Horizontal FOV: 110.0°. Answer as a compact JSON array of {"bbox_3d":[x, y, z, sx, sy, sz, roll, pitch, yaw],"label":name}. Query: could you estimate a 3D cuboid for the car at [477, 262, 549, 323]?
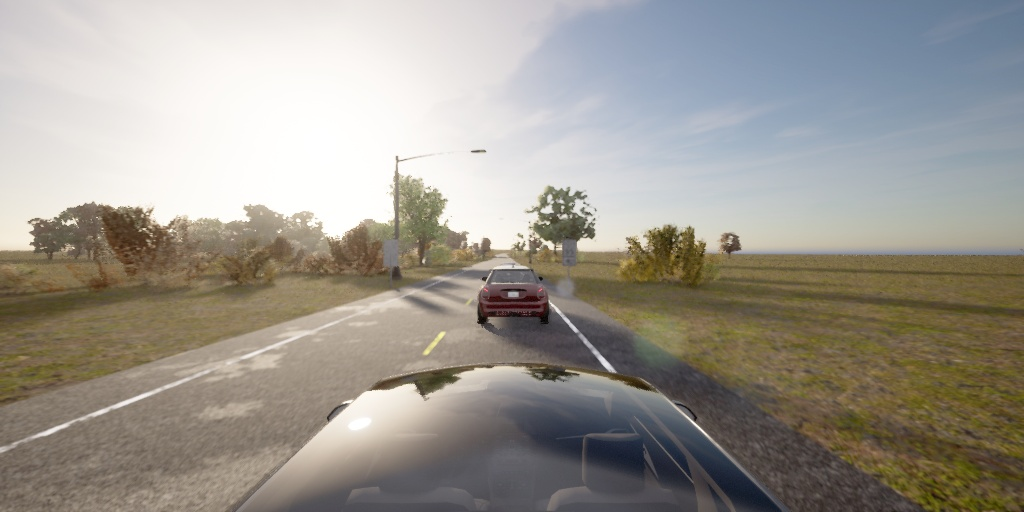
[{"bbox_3d":[0.017,1.098,12.187,2.097,1.767,4.553,0,0,-1],"label":"car"}]
